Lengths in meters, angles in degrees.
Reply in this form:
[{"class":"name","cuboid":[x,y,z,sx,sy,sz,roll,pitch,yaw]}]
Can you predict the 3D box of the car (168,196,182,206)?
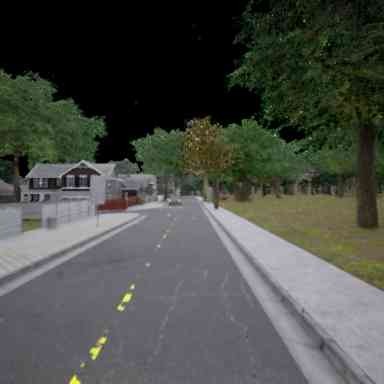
[{"class":"car","cuboid":[-2.741,1.401,54.705,2.097,1.767,4.553,0,-1,0]}]
